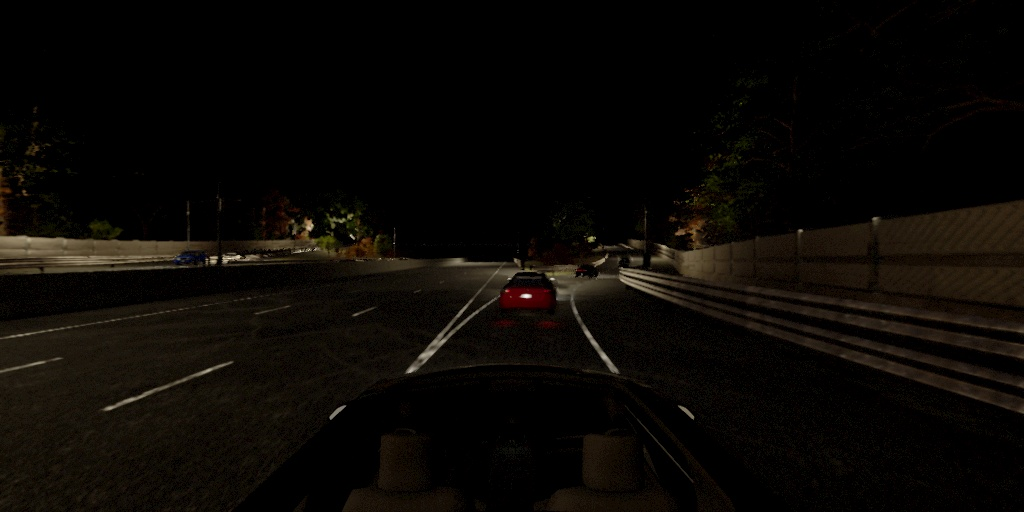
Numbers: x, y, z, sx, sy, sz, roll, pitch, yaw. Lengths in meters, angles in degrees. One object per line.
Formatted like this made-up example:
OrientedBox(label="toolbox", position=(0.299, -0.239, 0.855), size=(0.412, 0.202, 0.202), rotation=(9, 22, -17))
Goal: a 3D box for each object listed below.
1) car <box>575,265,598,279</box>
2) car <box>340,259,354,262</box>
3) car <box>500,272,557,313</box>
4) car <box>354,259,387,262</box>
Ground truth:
OrientedBox(label="car", position=(8.698, 1.805, 41.511), size=(1.837, 1.490, 4.892), rotation=(0, -2, 25))
OrientedBox(label="car", position=(-24.762, 1.211, 53.922), size=(1.882, 1.535, 5.008), rotation=(0, 0, 0))
OrientedBox(label="car", position=(0.741, 1.320, 14.049), size=(1.994, 1.385, 4.181), rotation=(0, 0, 7))
OrientedBox(label="car", position=(-21.266, 1.229, 54.131), size=(2.128, 1.511, 4.902), rotation=(0, 0, 0))
